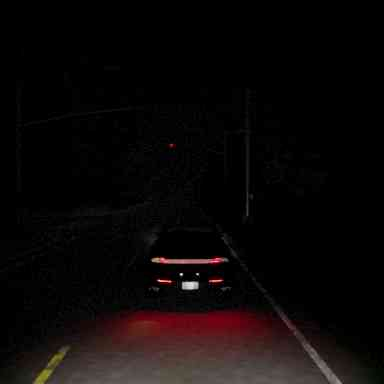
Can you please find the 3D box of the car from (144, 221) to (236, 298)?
[{"bbox_3d":[-0.071,1.491,8.487,2.128,1.511,4.902,0,0,-1],"label":"car"}]
